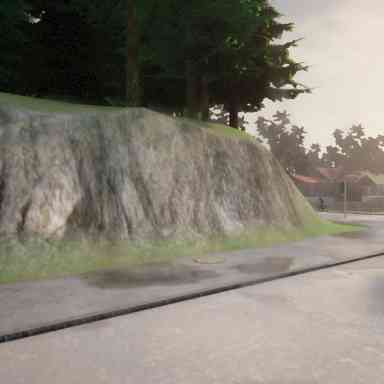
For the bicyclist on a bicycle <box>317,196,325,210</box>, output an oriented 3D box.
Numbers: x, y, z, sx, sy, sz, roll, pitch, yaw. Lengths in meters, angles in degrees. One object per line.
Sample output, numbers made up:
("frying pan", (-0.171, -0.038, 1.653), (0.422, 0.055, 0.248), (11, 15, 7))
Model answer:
("bicyclist on a bicycle", (15.462, 1.349, 39.963), (1.656, 1.620, 0.582), (0, 0, -36))
